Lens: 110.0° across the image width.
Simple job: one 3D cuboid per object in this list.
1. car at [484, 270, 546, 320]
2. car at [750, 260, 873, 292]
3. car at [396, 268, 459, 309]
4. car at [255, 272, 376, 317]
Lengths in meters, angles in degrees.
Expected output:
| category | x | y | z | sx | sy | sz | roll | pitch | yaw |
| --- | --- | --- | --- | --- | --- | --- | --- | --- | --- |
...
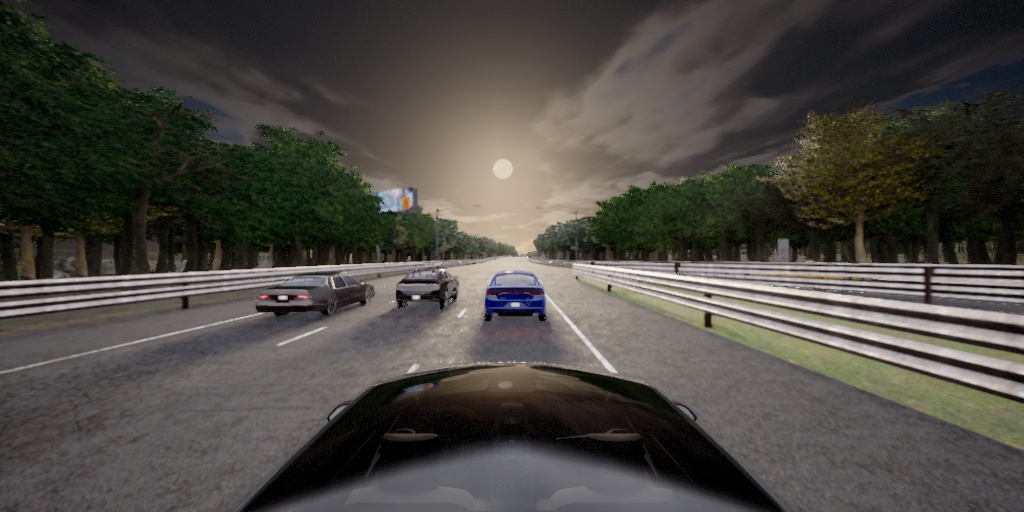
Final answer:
| category | x | y | z | sx | sy | sz | roll | pitch | yaw |
| --- | --- | --- | --- | --- | --- | --- | --- | --- | --- |
| car | 0.096 | 1.242 | 12.682 | 1.882 | 1.535 | 5.008 | 0 | 0 | 0 |
| car | 14.885 | 0.969 | 18.384 | 1.801 | 1.575 | 5.366 | 0 | 0 | -15 |
| car | -3.405 | 1.261 | 15.148 | 2.128 | 1.511 | 4.902 | 0 | 0 | 0 |
| car | -6.903 | 1.313 | 13.306 | 2.033 | 1.411 | 5.357 | 0 | 0 | 0 |
